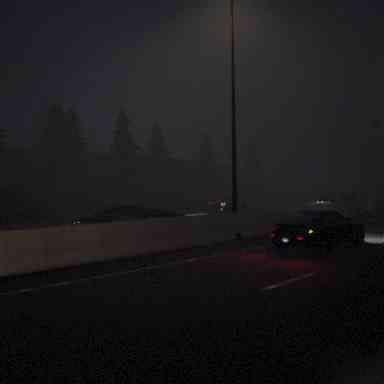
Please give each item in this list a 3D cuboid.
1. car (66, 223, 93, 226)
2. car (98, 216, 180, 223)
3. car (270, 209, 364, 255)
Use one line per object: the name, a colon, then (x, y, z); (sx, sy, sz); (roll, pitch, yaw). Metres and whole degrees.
car: (-4.502, 1.426, 18.557); (4.892, 1.490, 1.837); (-1, 1, -41)
car: (-2.081, 1.469, 16.057); (4.181, 1.385, 1.994); (-1, 1, -41)
car: (4.791, 1.355, 12.545); (4.674, 1.442, 1.812); (-1, 1, -42)
